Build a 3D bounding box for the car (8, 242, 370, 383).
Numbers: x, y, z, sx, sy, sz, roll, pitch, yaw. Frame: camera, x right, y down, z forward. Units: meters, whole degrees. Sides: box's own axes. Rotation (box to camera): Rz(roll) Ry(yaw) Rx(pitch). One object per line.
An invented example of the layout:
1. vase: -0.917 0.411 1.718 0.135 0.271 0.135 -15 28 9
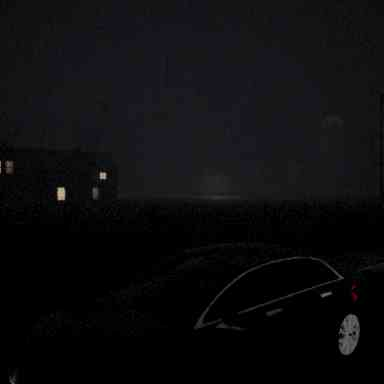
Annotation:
1. car: 0.416 1.493 4.290 4.892 1.490 1.837 0 0 -36
